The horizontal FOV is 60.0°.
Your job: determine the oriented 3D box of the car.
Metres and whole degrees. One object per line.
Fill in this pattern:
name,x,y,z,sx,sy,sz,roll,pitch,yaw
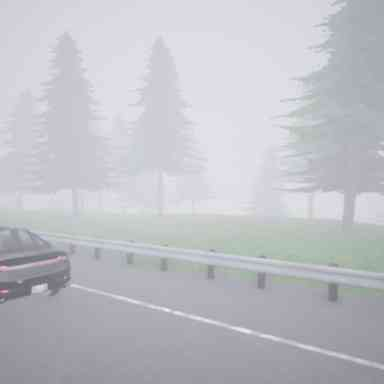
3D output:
car,-4.690,1.514,7.336,4.902,1.511,2.128,0,0,35
